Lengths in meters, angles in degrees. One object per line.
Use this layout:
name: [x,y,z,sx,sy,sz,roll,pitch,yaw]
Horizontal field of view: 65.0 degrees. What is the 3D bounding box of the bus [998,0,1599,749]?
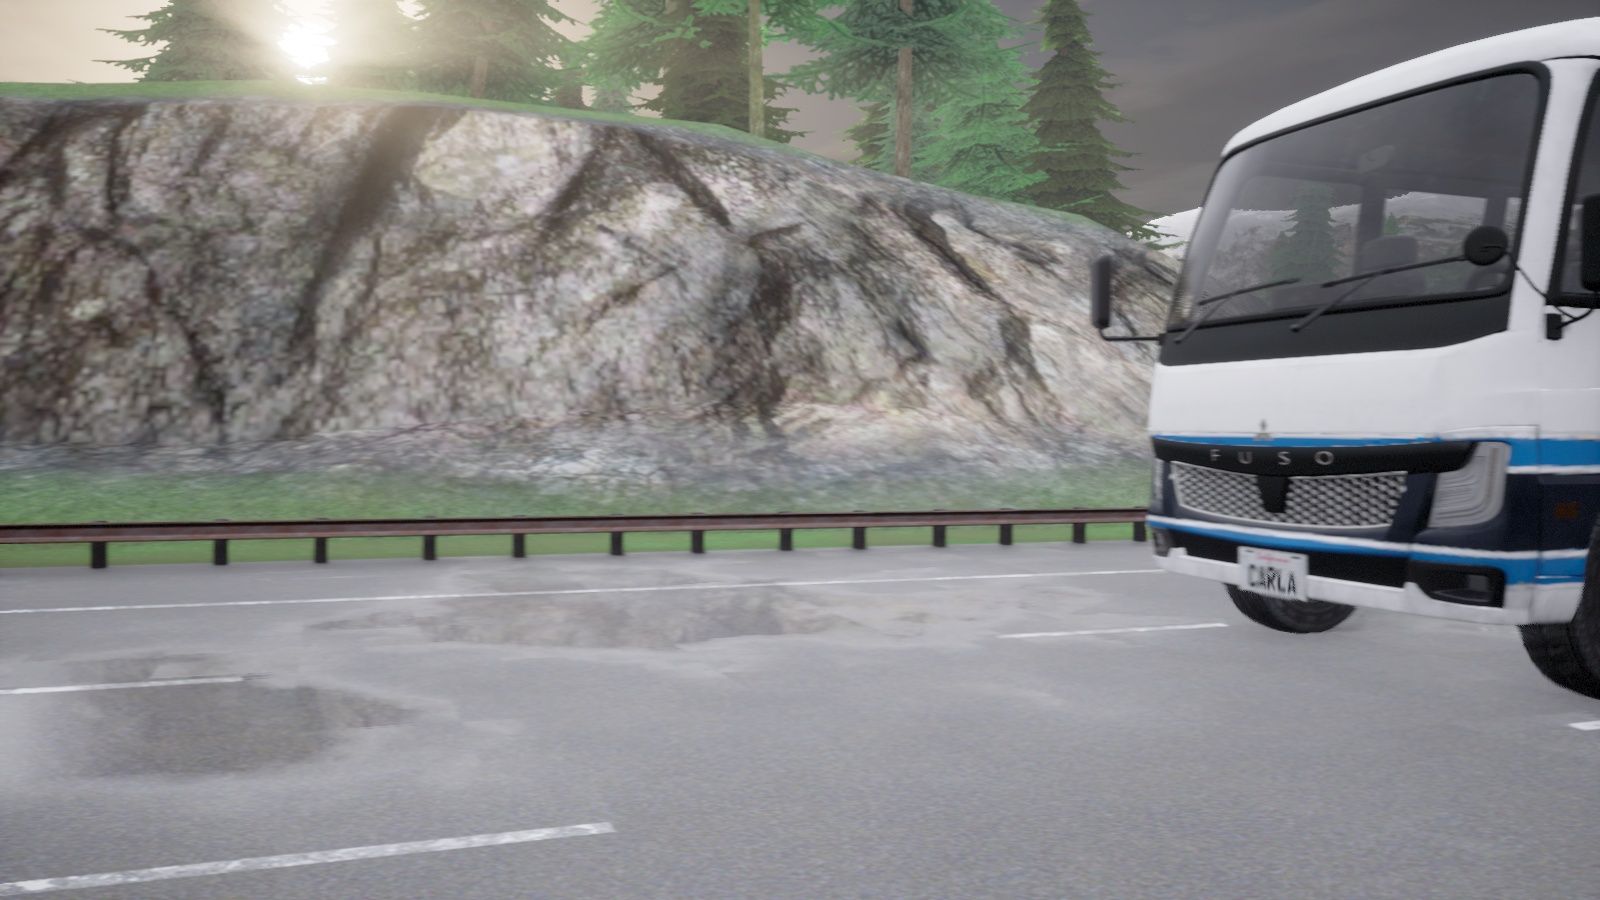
bus: [7.044,-0.812,9.640,10.273,4.253,3.944,-1,1,-21]
